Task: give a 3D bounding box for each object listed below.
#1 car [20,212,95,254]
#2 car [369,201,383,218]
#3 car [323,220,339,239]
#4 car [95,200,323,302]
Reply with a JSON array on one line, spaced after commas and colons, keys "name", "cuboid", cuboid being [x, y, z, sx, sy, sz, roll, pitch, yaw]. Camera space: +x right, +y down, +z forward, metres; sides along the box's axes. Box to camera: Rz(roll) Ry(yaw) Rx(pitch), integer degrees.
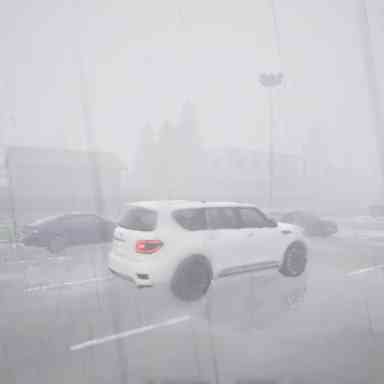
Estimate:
[{"name": "car", "cuboid": [-4.357, 1.526, 13.532, 4.674, 1.442, 1.812, 0, 0, -36]}, {"name": "car", "cuboid": [17.459, 1.486, 29.100, 5.008, 1.535, 1.882, 0, 0, -36]}, {"name": "car", "cuboid": [4.654, 1.551, 15.664, 5.357, 1.411, 2.033, 0, 0, -36]}, {"name": "car", "cuboid": [0.683, 1.223, 8.532, 5.566, 2.045, 2.150, 0, 0, -36]}]
